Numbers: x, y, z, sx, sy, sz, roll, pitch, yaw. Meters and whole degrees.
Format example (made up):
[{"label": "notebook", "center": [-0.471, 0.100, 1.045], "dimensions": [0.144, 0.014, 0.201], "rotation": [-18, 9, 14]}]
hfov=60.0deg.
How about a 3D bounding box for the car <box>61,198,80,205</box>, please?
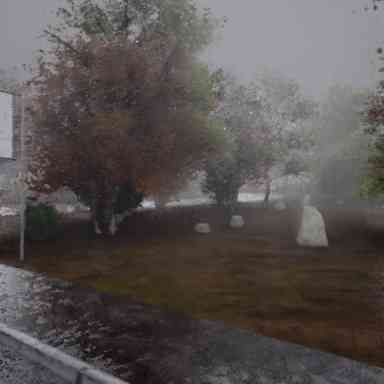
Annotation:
[{"label": "car", "center": [-17.162, 1.251, 50.703], "dimensions": [2.033, 1.411, 5.357], "rotation": [0, 0, 38]}]
